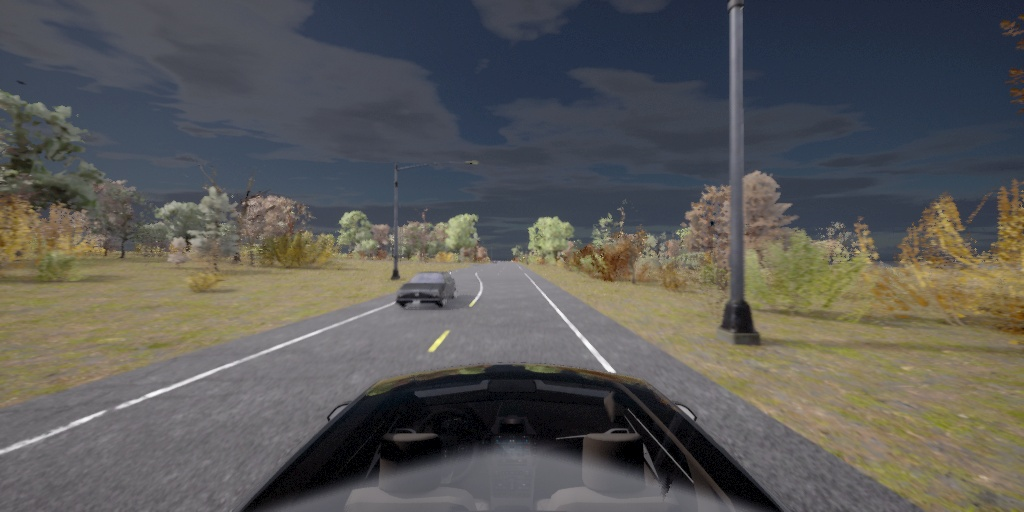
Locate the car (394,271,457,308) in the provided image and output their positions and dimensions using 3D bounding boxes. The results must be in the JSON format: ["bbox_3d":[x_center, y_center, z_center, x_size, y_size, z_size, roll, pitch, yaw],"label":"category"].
[{"bbox_3d":[-3.647,1.400,16.259,2.033,1.411,5.357,0,0,-1],"label":"car"}]
